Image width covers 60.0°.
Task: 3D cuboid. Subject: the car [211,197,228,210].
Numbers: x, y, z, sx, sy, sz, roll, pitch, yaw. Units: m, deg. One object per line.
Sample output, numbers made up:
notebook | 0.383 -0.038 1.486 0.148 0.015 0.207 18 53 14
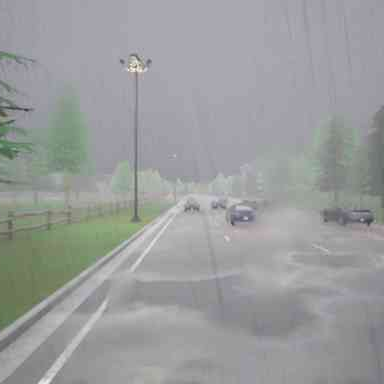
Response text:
car | 3.580 1.729 45.549 1.895 1.301 4.718 0 0 0

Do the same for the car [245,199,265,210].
car | 7.034 1.605 40.404 2.128 1.511 4.902 0 0 0

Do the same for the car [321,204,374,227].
car | 10.590 1.554 23.098 2.128 1.511 4.902 0 0 0

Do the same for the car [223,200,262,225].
car | 3.589 1.594 24.448 1.812 1.442 4.674 0 0 0

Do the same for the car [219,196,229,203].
car | 6.967 1.729 73.092 1.812 1.442 4.674 0 0 0

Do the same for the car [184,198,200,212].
car | 0.041 1.717 41.013 1.895 1.301 4.718 0 0 0

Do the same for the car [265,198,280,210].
car | 10.581 1.604 45.617 1.882 1.535 5.008 0 0 0
